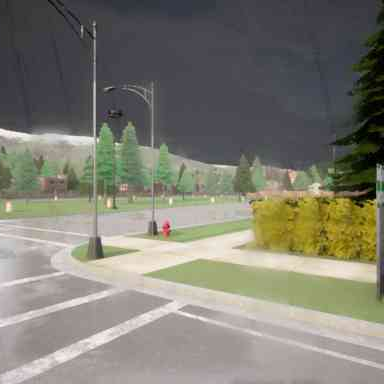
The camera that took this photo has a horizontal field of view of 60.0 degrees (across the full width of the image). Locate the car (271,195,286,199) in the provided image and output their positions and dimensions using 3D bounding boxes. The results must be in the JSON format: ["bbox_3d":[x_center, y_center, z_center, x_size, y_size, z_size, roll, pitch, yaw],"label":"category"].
[{"bbox_3d":[15.179,1.526,58.055,1.812,1.442,4.674,0,0,36],"label":"car"}]

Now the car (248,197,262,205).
[{"bbox_3d":[11.887,1.601,59.473,1.895,1.301,4.718,0,0,36],"label":"car"}]

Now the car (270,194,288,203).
[{"bbox_3d":[17.731,1.353,67.546,2.097,1.767,4.553,0,0,36],"label":"car"}]
